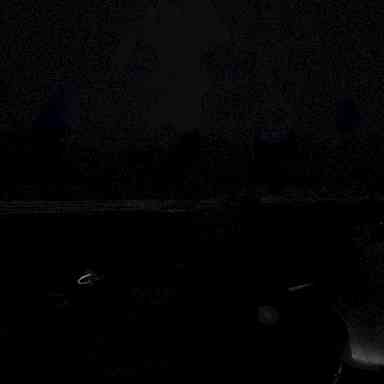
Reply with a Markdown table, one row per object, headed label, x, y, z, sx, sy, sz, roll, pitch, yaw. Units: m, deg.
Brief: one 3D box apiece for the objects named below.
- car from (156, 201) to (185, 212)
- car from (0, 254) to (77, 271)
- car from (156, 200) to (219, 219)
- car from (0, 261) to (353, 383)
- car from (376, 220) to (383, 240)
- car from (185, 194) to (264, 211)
| label | x | y | z | sx | sy | sz | roll | pitch | yaw |
| --- | --- | --- | --- | --- | --- | --- | --- | --- | --- |
| car | -0.416 | 1.578 | 25.170 | 4.718 | 1.301 | 1.895 | 0 | 0 | -35 |
| car | -4.065 | 1.479 | 5.145 | 5.008 | 1.535 | 1.882 | 0 | 0 | -35 |
| car | -0.331 | 1.521 | 29.518 | 5.357 | 1.411 | 2.033 | 0 | 0 | -35 |
| car | -0.101 | 1.561 | 3.673 | 4.181 | 1.385 | 1.994 | 0 | 0 | -35 |
| car | 10.397 | 1.536 | 15.454 | 4.181 | 1.385 | 1.994 | 0 | 0 | -35 |
| car | 2.589 | 1.195 | 23.011 | 5.566 | 2.045 | 2.150 | 0 | 0 | -35 |
